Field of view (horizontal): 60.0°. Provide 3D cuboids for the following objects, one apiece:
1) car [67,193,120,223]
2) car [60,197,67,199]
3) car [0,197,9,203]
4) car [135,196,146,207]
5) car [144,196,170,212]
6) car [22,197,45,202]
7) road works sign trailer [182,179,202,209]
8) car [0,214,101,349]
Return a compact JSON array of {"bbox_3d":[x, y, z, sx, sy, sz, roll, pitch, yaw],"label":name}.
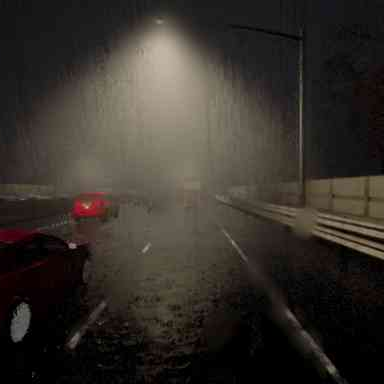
[{"bbox_3d":[-6.896,1.079,24.488,2.150,2.045,5.566,0,0,0],"label":"car"},{"bbox_3d":[-17.545,1.345,46.336,1.895,1.301,4.718,0,0,1],"label":"car"},{"bbox_3d":[-24.562,1.295,41.272,1.812,1.442,4.674,0,0,0],"label":"car"},{"bbox_3d":[-6.898,1.267,46.787,1.812,1.442,4.674,0,0,0],"label":"car"},{"bbox_3d":[-3.397,1.349,34.935,2.033,1.411,5.357,0,0,0],"label":"car"},{"bbox_3d":[-21.052,1.317,44.449,1.994,1.385,4.181,0,0,0],"label":"car"},{"bbox_3d":[0.000,0.234,41.258,2.380,3.560,2.880,0,0,0],"label":"road works sign trailer"},{"bbox_3d":[-3.399,1.439,6.200,1.882,1.535,5.008,0,0,0],"label":"car"}]
